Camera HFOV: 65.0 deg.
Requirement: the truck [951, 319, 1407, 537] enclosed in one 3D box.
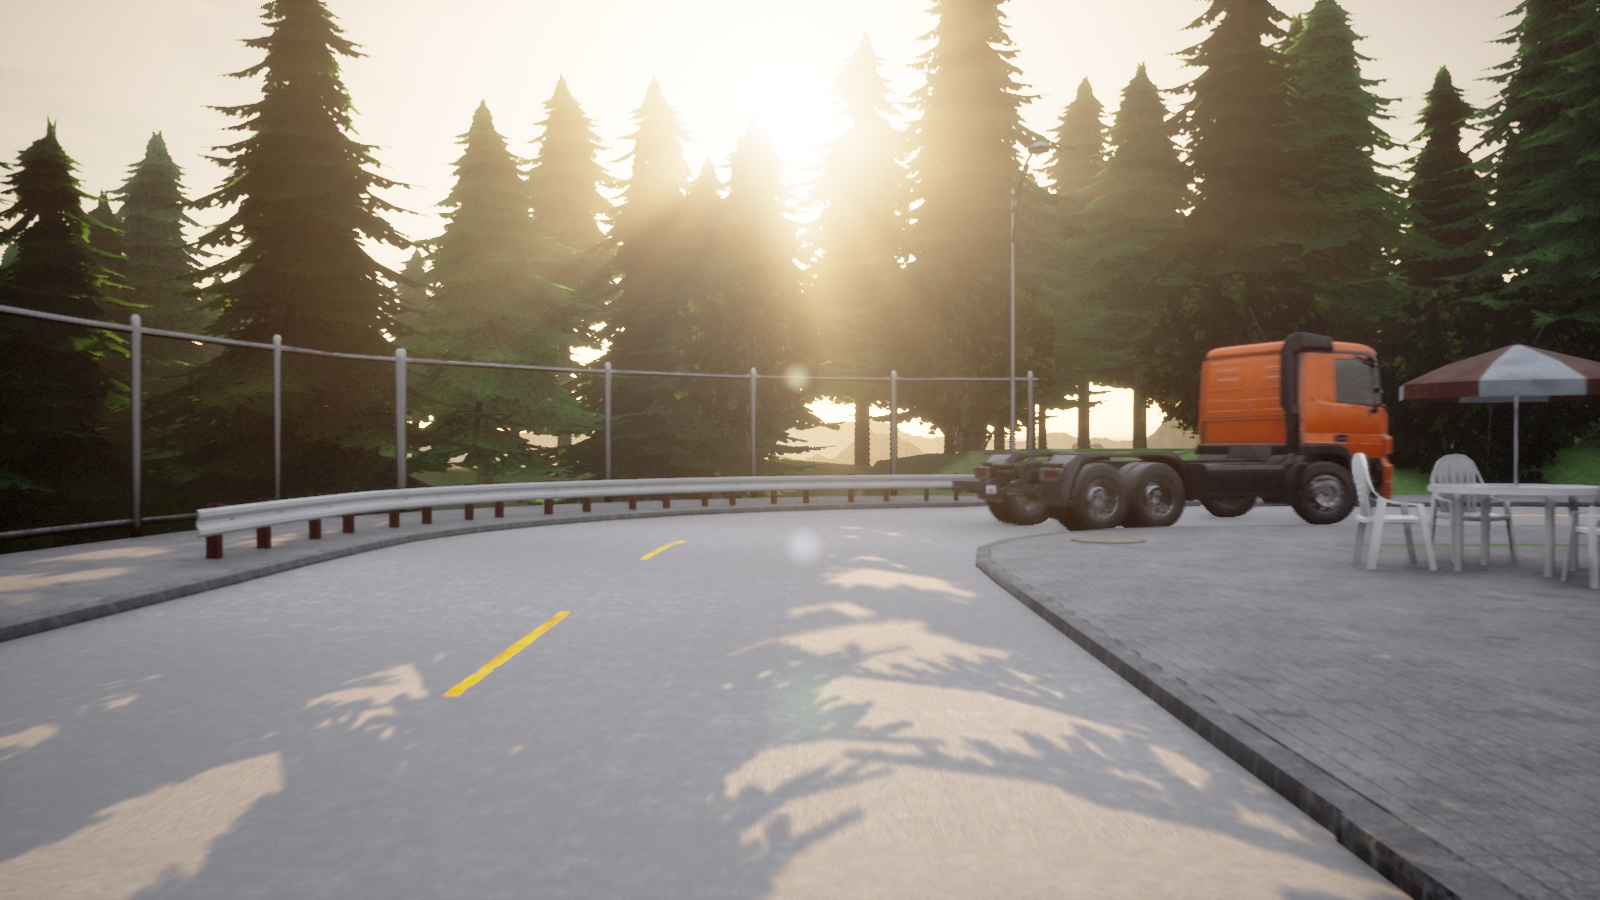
[{"bbox_3d":[6.933,-0.358,22.810,7.936,3.462,2.891,0,0,-23],"label":"truck"}]
